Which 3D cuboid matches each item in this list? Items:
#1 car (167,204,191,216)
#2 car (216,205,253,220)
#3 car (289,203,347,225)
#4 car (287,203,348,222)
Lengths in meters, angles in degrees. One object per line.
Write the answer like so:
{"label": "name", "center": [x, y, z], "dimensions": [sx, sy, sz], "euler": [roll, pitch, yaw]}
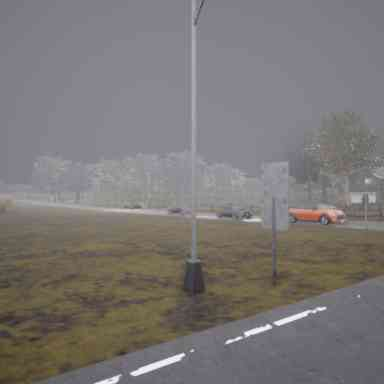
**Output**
{"label": "car", "center": [-1.452, 2.278, 43.494], "dimensions": [2.128, 1.511, 4.902], "euler": [-1, -1, -35]}
{"label": "car", "center": [4.416, 2.132, 35.174], "dimensions": [1.994, 1.385, 4.181], "euler": [-1, -1, -35]}
{"label": "car", "center": [10.115, 1.684, 27.098], "dimensions": [2.097, 1.767, 4.553], "euler": [-1, -1, -35]}
{"label": "car", "center": [11.338, 1.824, 30.354], "dimensions": [1.882, 1.535, 5.008], "euler": [-1, -1, -35]}
